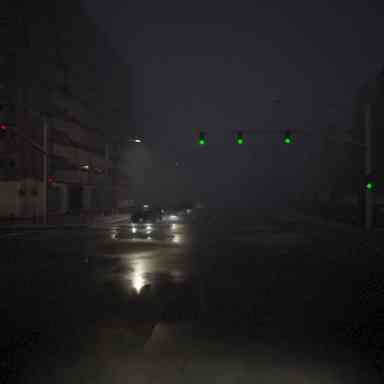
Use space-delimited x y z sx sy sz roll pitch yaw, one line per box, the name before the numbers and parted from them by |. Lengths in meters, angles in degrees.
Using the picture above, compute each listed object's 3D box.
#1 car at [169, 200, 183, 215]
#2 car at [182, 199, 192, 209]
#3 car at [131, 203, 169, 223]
car | -2.602 1.953 39.444 1.895 1.301 4.718 0 0 6
car | -1.080 1.946 53.519 1.882 1.535 5.008 0 0 6
car | -3.736 1.813 28.919 2.033 1.411 5.357 0 0 6
